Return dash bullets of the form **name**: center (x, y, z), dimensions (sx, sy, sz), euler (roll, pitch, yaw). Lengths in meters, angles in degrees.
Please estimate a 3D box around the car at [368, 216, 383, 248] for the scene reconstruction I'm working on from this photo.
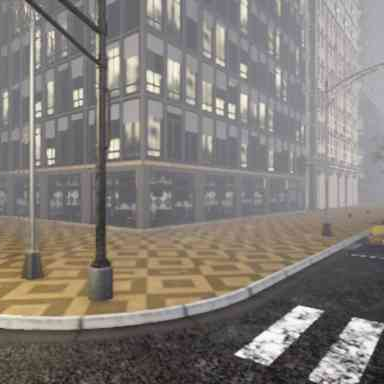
- **car**: center (8.778, 1.542, 14.300), dimensions (1.752, 1.417, 4.829), euler (0, 0, 38)
